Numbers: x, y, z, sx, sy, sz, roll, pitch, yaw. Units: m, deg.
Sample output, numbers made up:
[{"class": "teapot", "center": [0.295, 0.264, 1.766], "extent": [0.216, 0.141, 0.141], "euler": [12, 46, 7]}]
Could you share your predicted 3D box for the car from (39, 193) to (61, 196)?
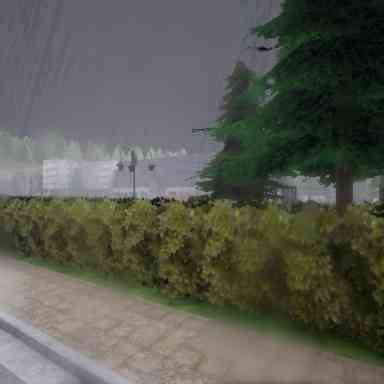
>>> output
[{"class": "car", "center": [-31.200, 1.151, 75.729], "extent": [2.152, 1.636, 5.027], "euler": [0, 0, 39]}]

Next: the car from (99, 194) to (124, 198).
[{"class": "car", "center": [-11.628, 1.382, 50.275], "extent": [1.970, 1.475, 3.806], "euler": [0, 0, 39]}]

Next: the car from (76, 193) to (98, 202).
[{"class": "car", "center": [-21.339, 1.074, 67.576], "extent": [1.905, 1.878, 3.866], "euler": [0, 0, 39]}]

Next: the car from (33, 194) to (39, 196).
[{"class": "car", "center": [-36.352, 1.230, 79.569], "extent": [1.970, 1.475, 3.806], "euler": [0, 0, 39]}]

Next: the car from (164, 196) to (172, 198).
[{"class": "car", "center": [-4.603, 1.371, 54.095], "extent": [1.845, 1.501, 3.633], "euler": [0, 0, 39]}]

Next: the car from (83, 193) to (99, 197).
[{"class": "car", "center": [-18.837, 1.095, 66.043], "extent": [1.932, 1.855, 4.605], "euler": [0, 0, 39]}]
